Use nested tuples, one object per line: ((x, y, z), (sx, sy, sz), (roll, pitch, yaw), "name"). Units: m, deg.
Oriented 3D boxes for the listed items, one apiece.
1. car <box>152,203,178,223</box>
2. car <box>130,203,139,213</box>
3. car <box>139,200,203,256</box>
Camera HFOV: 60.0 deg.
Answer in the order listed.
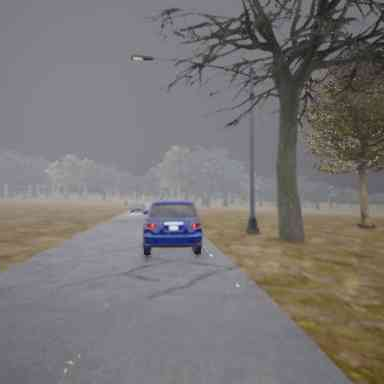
((-2.466, 1.799, 29.888), (2.128, 1.511, 4.902), (0, -1, -6), "car")
((-7.126, 2.105, 44.434), (1.994, 1.385, 4.181), (0, -1, -6), "car")
((-0.861, 1.334, 13.822), (2.150, 2.045, 5.566), (0, -1, -5), "car")
